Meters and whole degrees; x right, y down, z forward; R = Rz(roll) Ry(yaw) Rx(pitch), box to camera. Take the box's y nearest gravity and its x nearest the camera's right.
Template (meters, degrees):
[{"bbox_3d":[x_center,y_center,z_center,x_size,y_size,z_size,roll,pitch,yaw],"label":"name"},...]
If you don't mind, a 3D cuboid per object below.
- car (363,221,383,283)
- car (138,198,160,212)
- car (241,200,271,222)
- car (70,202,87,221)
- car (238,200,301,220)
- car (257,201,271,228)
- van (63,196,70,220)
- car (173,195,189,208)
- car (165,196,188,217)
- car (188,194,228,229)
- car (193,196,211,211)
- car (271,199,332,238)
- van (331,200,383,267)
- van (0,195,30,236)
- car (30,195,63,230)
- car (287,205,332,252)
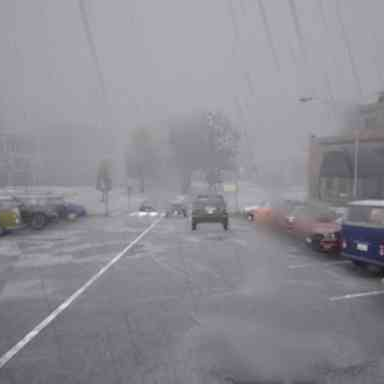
[{"bbox_3d":[6.234,1.444,6.446,5.366,1.575,1.946,1,0,-20],"label":"car"},{"bbox_3d":[-4.663,1.413,37.124,2.033,1.411,5.357,0,1,1],"label":"car"},{"bbox_3d":[6.306,1.420,24.178,4.792,1.488,2.163,1,0,-20],"label":"car"},{"bbox_3d":[-10.649,1.427,25.472,5.008,1.535,2.097,-1,0,-18],"label":"car"},{"bbox_3d":[6.315,1.422,27.140,4.674,1.452,2.002,1,0,-20],"label":"car"},{"bbox_3d":[6.392,1.440,18.302,4.792,1.488,2.163,1,0,-20],"label":"car"},{"bbox_3d":[-10.853,1.212,22.435,4.442,1.987,1.878,-1,0,-18],"label":"van"},{"bbox_3d":[-1.379,1.201,43.905,1.812,1.442,4.674,0,2,1],"label":"car"},{"bbox_3d":[-1.373,1.413,30.277,1.837,1.490,4.892,0,1,0],"label":"car"},{"bbox_3d":[1.096,1.156,21.224,2.150,2.045,5.566,0,0,2],"label":"car"},{"bbox_3d":[1.115,1.332,38.938,1.837,1.490,4.892,0,1,0],"label":"car"},{"bbox_3d":[6.351,1.294,15.332,4.553,1.767,2.185,1,0,-20],"label":"car"},{"bbox_3d":[6.515,1.215,9.487,4.442,1.987,1.878,1,0,-20],"label":"van"},{"bbox_3d":[-10.805,1.226,16.520,4.442,1.987,1.878,-1,0,-18],"label":"van"},{"bbox_3d":[-10.803,1.193,19.490,5.566,2.045,2.435,-1,0,-18],"label":"car"},{"bbox_3d":[6.399,1.429,12.389,5.008,1.535,2.097,1,0,-20],"label":"car"}]
